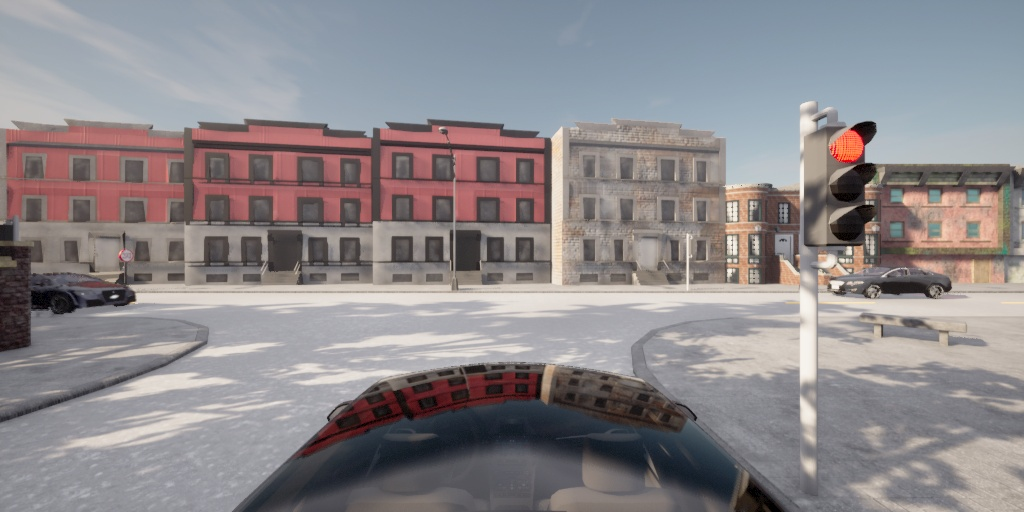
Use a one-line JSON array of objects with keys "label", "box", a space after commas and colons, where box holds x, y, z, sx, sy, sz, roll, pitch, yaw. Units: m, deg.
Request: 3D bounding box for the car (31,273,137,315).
[{"label": "car", "box": [-16.574, 1.313, 13.144, 4.181, 1.385, 1.994, 0, 0, 0]}]

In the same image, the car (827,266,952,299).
[{"label": "car", "box": [18.123, 1.241, 17.366, 4.902, 1.511, 2.128, 0, 0, 0]}]
